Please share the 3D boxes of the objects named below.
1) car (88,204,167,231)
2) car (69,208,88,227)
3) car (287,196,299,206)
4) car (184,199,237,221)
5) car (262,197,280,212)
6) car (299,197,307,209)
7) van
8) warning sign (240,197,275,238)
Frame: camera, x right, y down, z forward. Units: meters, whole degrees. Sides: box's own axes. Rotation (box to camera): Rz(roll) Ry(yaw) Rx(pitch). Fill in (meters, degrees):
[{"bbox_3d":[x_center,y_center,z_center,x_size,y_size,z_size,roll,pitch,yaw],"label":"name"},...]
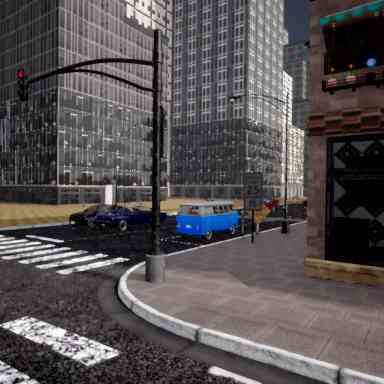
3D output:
[{"bbox_3d":[-3.711,1.540,20.493,1.895,1.301,4.718,1,1,35],"label":"car"},{"bbox_3d":[-5.921,1.467,21.852,1.947,1.339,4.313,1,1,35],"label":"car"},{"bbox_3d":[16.469,1.363,53.243,1.752,1.417,4.829,1,1,35],"label":"car"},{"bbox_3d":[1.678,1.413,28.044,2.128,1.511,4.902,1,1,35],"label":"car"},{"bbox_3d":[7.536,1.505,36.247,1.895,1.301,4.718,1,1,36],"label":"car"},{"bbox_3d":[15.637,1.415,42.204,1.882,1.535,5.008,1,1,36],"label":"car"},{"bbox_3d":[0.904,1.368,16.983,1.690,1.788,3.998,1,1,35],"label":"van"},{"bbox_3d":[3.184,1.177,16.086,1.300,1.860,1.060,1,1,35],"label":"warning sign"}]
